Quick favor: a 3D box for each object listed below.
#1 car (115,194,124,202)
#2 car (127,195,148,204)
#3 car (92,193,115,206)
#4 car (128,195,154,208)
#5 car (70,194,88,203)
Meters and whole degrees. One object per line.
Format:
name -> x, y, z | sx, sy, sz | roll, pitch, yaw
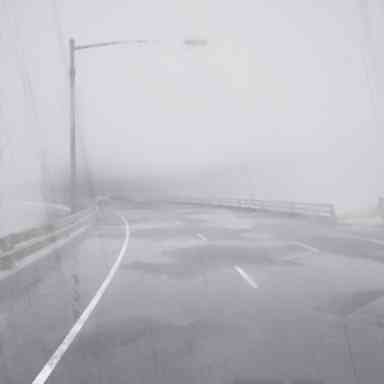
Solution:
car -> -15.104, 1.144, 65.405 | 1.837, 1.490, 4.892 | -1, 1, -39
car -> -9.329, 1.210, 56.932 | 1.812, 1.442, 4.674 | -1, 0, -34
car -> -13.633, 1.292, 50.417 | 1.812, 1.442, 4.674 | -1, 0, -30
car -> -6.485, 1.238, 44.271 | 2.128, 1.511, 4.902 | -1, 0, -25
car -> -20.805, 1.102, 61.323 | 2.097, 1.767, 4.553 | -1, 1, -39
